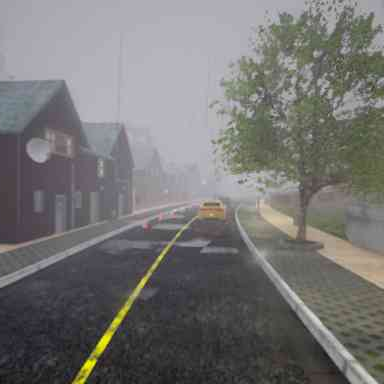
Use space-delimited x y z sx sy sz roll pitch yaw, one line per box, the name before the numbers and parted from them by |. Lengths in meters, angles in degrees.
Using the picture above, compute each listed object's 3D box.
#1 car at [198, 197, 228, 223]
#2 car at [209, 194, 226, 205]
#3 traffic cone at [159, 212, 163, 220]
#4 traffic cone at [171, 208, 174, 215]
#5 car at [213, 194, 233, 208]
car | 1.538 1.373 24.686 1.882 1.535 5.008 0 0 6
car | 3.982 1.141 50.944 2.128 1.511 4.902 0 1 10
traffic cone | -2.404 1.842 25.575 0.340 0.580 0.340 0 0 6
traffic cone | -1.799 1.808 30.589 0.340 0.580 0.340 0 0 7
car | 4.079 1.243 42.072 2.128 1.511 4.902 0 1 10
